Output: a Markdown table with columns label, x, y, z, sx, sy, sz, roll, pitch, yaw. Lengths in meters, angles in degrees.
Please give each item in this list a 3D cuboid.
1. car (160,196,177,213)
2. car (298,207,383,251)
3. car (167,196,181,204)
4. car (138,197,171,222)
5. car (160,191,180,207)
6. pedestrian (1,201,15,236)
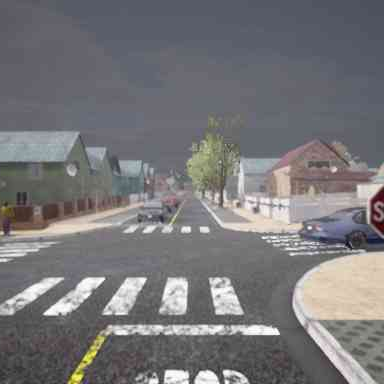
| label | x | y | z | sx | sy | sz | roll | pitch | yaw |
| --- | --- | --- | --- | --- | --- | --- | --- | --- | --- |
| car | -2.884 | 1.389 | 33.974 | 1.895 | 1.301 | 4.718 | 0 | 0 | 0 |
| car | 6.658 | 1.233 | 11.972 | 5.357 | 1.411 | 2.033 | -2 | -1 | -6 |
| car | -2.871 | 1.260 | 53.824 | 1.895 | 1.301 | 4.718 | 0 | 0 | 0 |
| car | -2.863 | 1.371 | 24.890 | 1.812 | 1.442 | 4.674 | 0 | 0 | 0 |
| car | -2.905 | 0.946 | 43.782 | 2.150 | 2.045 | 5.566 | 0 | 0 | 0 |
| pedestrian | -9.711 | 1.351 | 17.420 | 0.375 | 1.860 | 0.375 | 0 | 1 | 0 |
